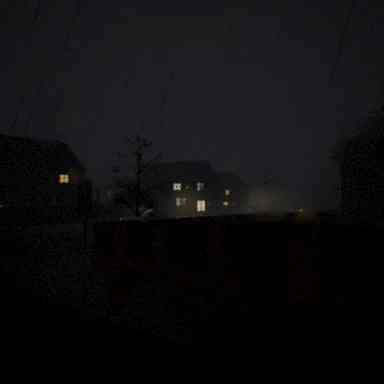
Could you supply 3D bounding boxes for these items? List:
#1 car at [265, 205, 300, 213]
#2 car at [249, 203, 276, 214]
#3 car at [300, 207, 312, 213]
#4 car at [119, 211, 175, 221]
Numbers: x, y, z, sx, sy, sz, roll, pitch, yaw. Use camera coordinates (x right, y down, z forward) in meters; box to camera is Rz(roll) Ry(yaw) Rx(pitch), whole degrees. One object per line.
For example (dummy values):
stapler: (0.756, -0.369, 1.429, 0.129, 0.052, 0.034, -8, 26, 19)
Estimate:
car: (11.560, 2.777, 42.341, 2.128, 1.511, 4.902, 1, -1, 36)
car: (9.652, 2.496, 44.549, 2.150, 2.045, 5.566, 1, -2, 36)
car: (17.352, 3.076, 50.633, 1.882, 1.535, 5.008, 1, -1, 35)
car: (-3.471, 2.197, 26.055, 1.895, 1.301, 4.718, 1, -1, 35)
